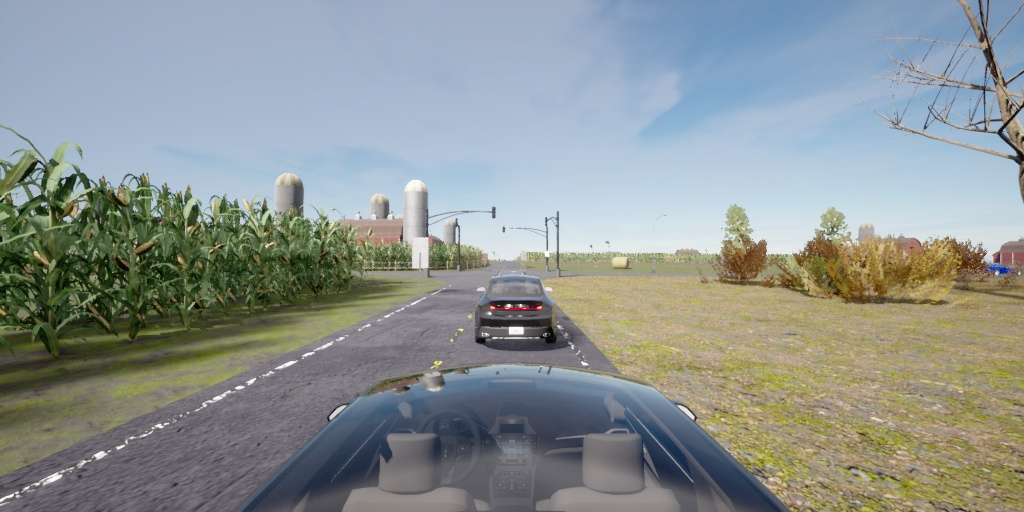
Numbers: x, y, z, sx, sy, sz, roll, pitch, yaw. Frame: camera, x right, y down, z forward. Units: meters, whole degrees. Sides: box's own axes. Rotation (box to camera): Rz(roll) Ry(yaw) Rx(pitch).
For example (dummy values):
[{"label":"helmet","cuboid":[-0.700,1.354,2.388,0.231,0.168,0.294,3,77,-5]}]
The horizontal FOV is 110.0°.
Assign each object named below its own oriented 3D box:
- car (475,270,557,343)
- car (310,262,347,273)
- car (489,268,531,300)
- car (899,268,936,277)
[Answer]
[{"label":"car","cuboid":[0.081,1.260,9.659,1.837,1.490,4.892,0,0,0]},{"label":"car","cuboid":[-19.823,0.938,37.649,4.553,1.767,2.097,0,-1,-3]},{"label":"car","cuboid":[0.035,1.364,18.811,1.895,1.301,4.718,0,0,4]},{"label":"car","cuboid":[48.565,1.776,42.516,4.181,1.385,1.994,1,-1,-5]}]
